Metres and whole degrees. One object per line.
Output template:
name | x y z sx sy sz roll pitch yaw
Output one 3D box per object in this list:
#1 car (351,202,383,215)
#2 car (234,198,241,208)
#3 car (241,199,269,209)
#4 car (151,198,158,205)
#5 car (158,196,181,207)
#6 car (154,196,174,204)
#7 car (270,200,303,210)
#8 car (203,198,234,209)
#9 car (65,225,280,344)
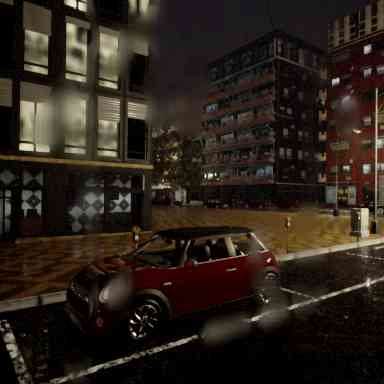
car | 19.901 1.730 36.710 1.947 1.339 4.313 1 -1 -35
car | 6.824 1.725 55.244 1.967 1.590 4.097 1 -1 -35
car | 10.093 1.800 50.610 1.887 1.381 4.507 1 -1 -35
car | -6.565 1.763 59.683 1.887 1.381 4.507 1 -1 -35
car | -3.296 1.733 55.050 1.887 1.381 4.507 1 -1 -35
car | -6.253 1.724 73.779 2.192 1.841 5.009 1 -1 -35
car | 13.362 1.806 45.976 1.802 1.307 4.206 1 -1 -35
car | 3.243 1.677 45.783 2.008 1.369 4.403 1 -1 -35
car | -0.237 1.441 6.372 4.097 1.590 1.967 0 1 -35
